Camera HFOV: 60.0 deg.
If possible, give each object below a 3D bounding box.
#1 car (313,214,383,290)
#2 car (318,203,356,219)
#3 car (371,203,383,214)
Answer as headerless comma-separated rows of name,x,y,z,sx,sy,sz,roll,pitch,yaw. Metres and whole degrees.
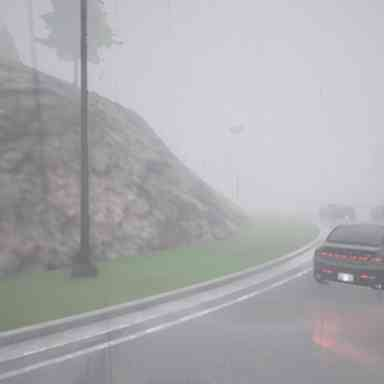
car,4.812,1.559,8.885,1.837,1.490,4.892,0,0,40
car,12.273,1.698,28.347,1.837,1.490,4.892,0,-1,4
car,15.420,1.481,25.406,2.097,1.767,4.553,-1,-1,9
